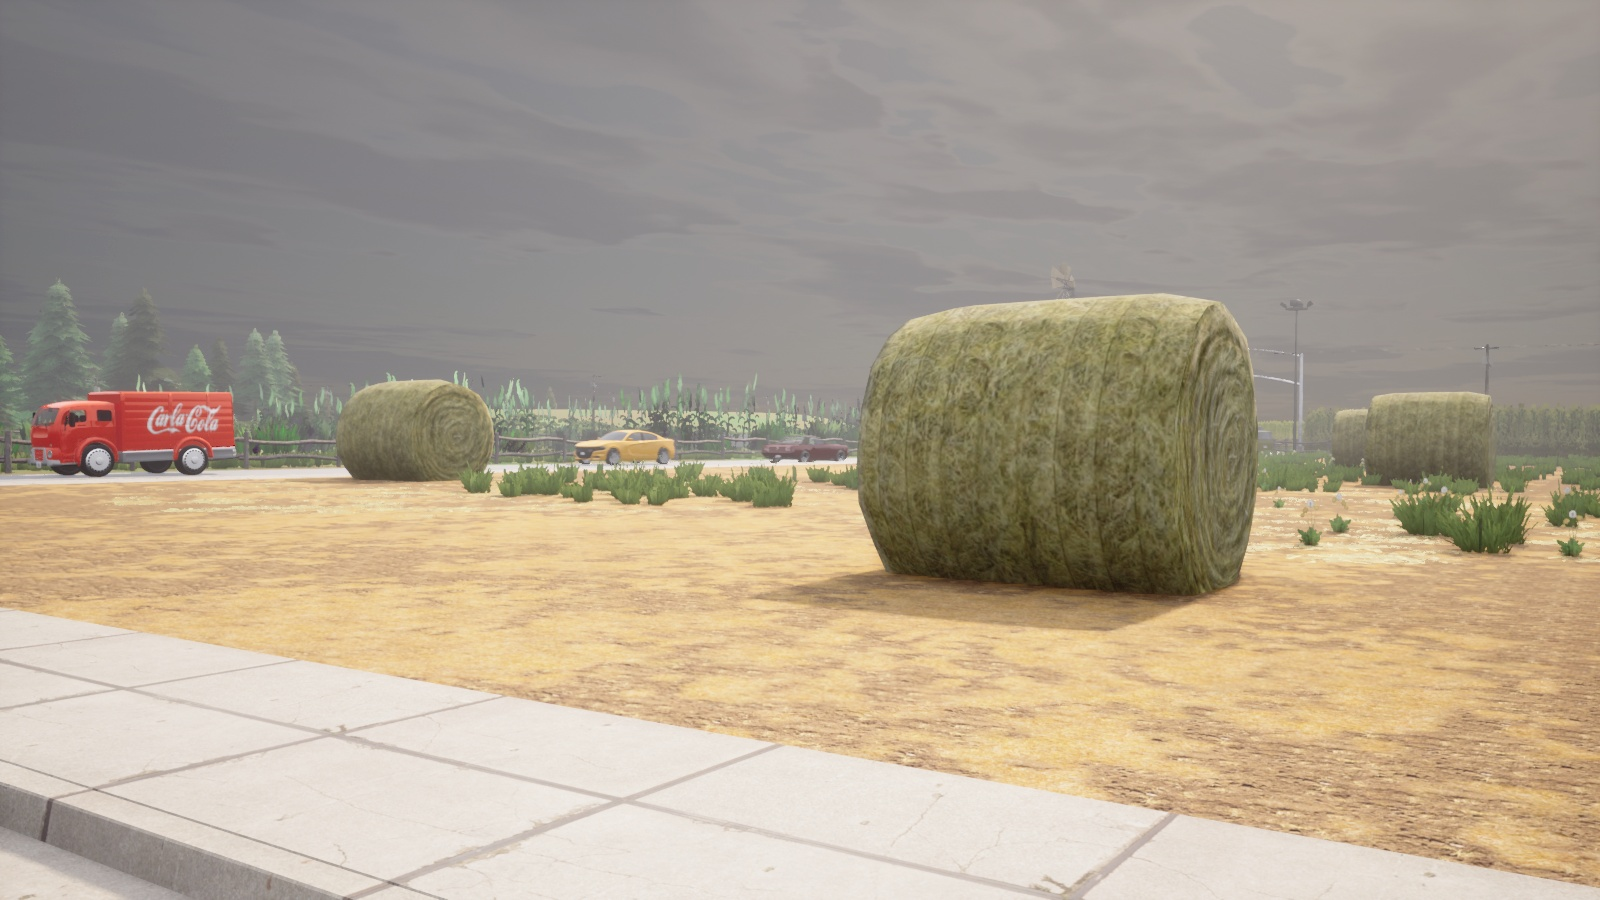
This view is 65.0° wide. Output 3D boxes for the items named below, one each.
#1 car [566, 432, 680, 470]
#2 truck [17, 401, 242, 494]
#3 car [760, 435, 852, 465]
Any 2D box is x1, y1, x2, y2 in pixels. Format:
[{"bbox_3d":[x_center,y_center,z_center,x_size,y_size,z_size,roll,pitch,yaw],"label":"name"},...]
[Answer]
[{"bbox_3d":[-7.572,0.003,54.177,1.882,1.535,5.008,0,1,36],"label":"car"},{"bbox_3d":[-19.886,-0.145,37.455,2.627,2.467,5.204,0,3,36],"label":"truck"},{"bbox_3d":[0.329,-0.012,59.003,1.895,1.301,4.718,0,1,36],"label":"car"}]
